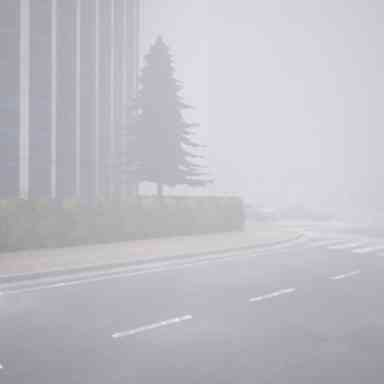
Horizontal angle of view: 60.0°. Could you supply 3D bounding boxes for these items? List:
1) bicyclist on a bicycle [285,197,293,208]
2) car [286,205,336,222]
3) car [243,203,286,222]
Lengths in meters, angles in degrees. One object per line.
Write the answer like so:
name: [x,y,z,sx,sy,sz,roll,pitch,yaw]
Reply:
bicyclist on a bicycle: [12.912,1.500,44.048,1.656,1.620,0.582,0,0,-36]
car: [9.571,1.752,28.153,1.895,1.301,4.718,0,0,-36]
car: [5.254,1.664,28.166,1.812,1.442,4.674,0,0,-36]
